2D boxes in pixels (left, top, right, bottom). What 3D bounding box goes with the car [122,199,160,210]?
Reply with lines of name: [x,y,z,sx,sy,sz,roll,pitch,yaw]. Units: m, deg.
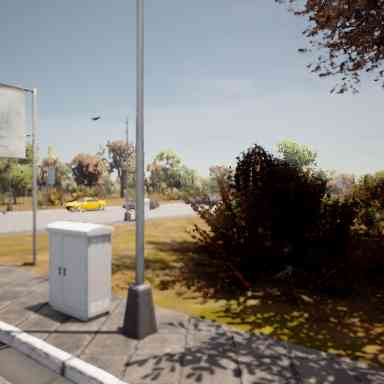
car: [-6.185,1.517,40.964,2.033,1.411,5.357,0,0,33]

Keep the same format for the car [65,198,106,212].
car: [-12.183,1.446,38.192,1.882,1.535,5.008,0,0,33]

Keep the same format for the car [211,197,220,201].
car: [3.966,1.566,56.277,2.033,1.411,5.357,0,0,33]

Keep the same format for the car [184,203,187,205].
car: [0.488,1.525,57.374,1.994,1.385,4.181,0,0,34]
